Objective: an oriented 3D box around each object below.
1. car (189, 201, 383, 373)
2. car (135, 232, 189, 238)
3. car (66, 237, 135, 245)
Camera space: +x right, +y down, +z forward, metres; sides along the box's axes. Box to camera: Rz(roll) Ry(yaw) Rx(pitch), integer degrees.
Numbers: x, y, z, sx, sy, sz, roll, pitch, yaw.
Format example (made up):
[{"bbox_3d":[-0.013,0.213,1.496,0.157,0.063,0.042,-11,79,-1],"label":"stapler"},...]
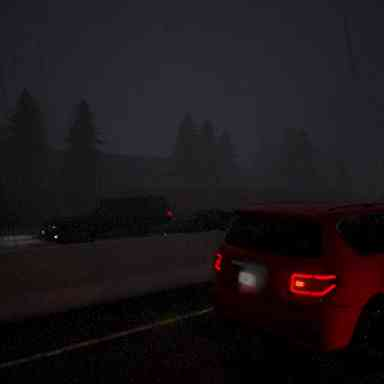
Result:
[{"bbox_3d":[2.889,1.181,5.807,5.566,2.045,2.150,-1,0,-36],"label":"car"},{"bbox_3d":[0.585,1.434,13.011,4.902,1.511,2.128,-1,0,-36],"label":"car"},{"bbox_3d":[-3.474,1.181,14.410,5.566,2.045,2.150,-1,0,-36],"label":"car"}]
